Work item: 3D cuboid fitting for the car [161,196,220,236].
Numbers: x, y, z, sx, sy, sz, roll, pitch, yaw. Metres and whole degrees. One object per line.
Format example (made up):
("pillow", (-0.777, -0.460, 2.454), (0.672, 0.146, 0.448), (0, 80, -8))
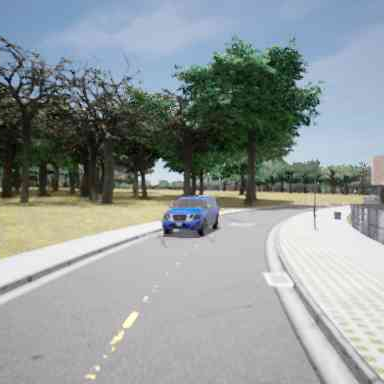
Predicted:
("car", (0.114, 1.241, 18.954), (2.150, 2.045, 5.566), (0, 0, 16))

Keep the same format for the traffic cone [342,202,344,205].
("traffic cone", (26.658, 1.965, 58.646), (0.340, 0.580, 0.340), (0, -1, -36))
